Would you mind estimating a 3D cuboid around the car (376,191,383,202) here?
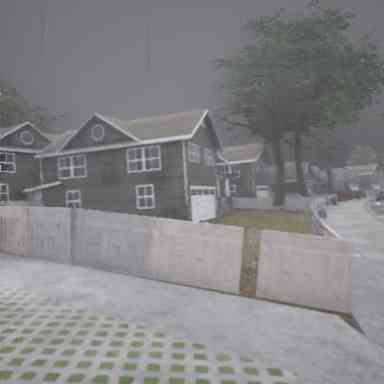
[{"bbox_3d":[27.199,0.533,47.043,1.882,1.535,5.008,-4,-1,32],"label":"car"}]
